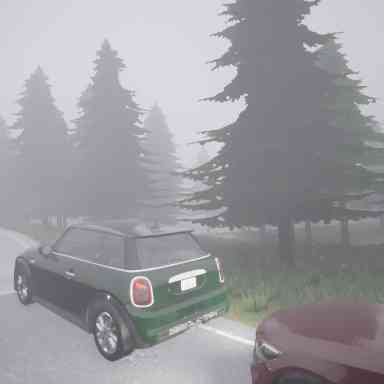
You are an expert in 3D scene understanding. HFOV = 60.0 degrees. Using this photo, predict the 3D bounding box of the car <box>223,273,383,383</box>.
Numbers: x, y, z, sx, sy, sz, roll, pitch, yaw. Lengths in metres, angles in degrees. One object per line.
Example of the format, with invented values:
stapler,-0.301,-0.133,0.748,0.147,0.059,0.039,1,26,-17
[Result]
car,2.751,1.531,2.595,4.674,1.442,1.812,1,0,36

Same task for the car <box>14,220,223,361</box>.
car,-1.578,1.308,6.216,4.553,1.767,2.097,1,1,44
